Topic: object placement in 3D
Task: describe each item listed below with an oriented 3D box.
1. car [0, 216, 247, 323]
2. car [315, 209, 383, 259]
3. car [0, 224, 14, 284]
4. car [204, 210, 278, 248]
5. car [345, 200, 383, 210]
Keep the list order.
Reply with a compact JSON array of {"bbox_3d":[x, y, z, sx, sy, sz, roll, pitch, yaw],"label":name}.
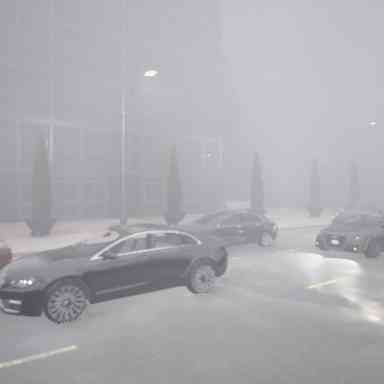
[{"bbox_3d":[-1.410,1.491,7.236,4.902,1.511,2.128,0,0,-34],"label":"car"},{"bbox_3d":[6.607,1.556,12.637,4.181,1.385,1.994,0,0,-34],"label":"car"},{"bbox_3d":[-6.929,1.601,7.769,4.718,1.301,1.895,0,0,-34],"label":"car"},{"bbox_3d":[1.328,1.500,13.302,4.892,1.490,1.837,0,0,-34],"label":"car"},{"bbox_3d":[10.106,1.339,19.208,4.553,1.767,2.097,0,0,-34],"label":"car"}]
